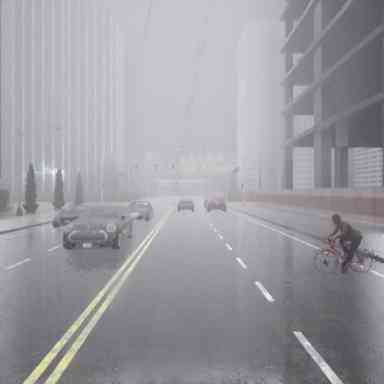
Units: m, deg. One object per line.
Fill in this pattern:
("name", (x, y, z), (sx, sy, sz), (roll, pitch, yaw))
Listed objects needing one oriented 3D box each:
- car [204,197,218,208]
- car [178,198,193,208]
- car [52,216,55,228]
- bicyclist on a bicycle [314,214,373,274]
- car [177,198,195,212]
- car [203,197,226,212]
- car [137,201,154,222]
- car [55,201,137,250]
("car", (2.734, 1.502, 48.345), (1.837, 1.490, 4.892), (0, 0, 2))
("car", (-0.949, 1.561, 48.488), (1.994, 1.385, 4.181), (0, 0, -1))
("car", (-7.470, 1.564, 21.729), (1.994, 1.385, 4.181), (0, 0, -1))
("bicyclist on a bicycle", (4.118, 1.437, 9.082), (1.656, 1.620, 0.582), (-2, 0, -1))
("car", (-0.722, 1.489, 39.254), (2.128, 1.511, 4.902), (0, 0, -1))
("car", (2.780, 1.350, 39.141), (2.097, 1.767, 4.553), (0, 0, -1))
("car", (-4.104, 1.491, 26.157), (2.128, 1.511, 4.902), (0, 0, -1))
("car", (-3.862, 1.350, 14.351), (2.097, 1.767, 4.553), (0, 0, -1))
